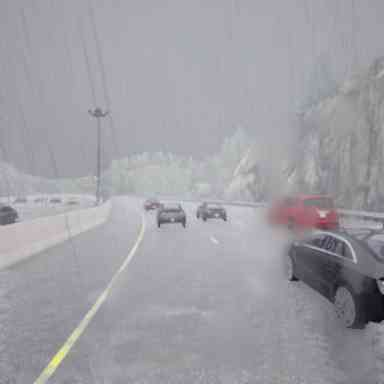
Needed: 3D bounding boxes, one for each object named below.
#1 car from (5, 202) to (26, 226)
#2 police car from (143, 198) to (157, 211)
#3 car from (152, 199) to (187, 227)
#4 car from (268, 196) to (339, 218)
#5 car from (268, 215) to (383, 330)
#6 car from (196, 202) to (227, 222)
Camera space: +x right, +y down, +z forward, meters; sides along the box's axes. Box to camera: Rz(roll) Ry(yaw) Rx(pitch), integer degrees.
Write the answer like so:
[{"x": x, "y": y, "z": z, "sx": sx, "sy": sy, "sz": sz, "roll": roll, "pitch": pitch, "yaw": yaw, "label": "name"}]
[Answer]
[{"x": -11.886, "y": 1.546, "z": 19.676, "sx": 1.837, "sy": 1.490, "sz": 4.892, "roll": 0, "pitch": 0, "yaw": -7, "label": "car"}, {"x": -4.989, "y": 1.541, "z": 41.847, "sx": 2.038, "sy": 1.542, "sz": 4.974, "roll": 0, "pitch": 0, "yaw": -13, "label": "police car"}, {"x": -1.481, "y": 1.509, "z": 22.644, "sx": 2.128, "sy": 1.511, "sz": 4.902, "roll": 0, "pitch": 0, "yaw": -7, "label": "car"}, {"x": 6.044, "y": 1.219, "z": 18.685, "sx": 2.150, "sy": 2.045, "sz": 5.566, "roll": 0, "pitch": 0, "yaw": -5, "label": "car"}, {"x": 3.361, "y": 1.488, "z": 6.899, "sx": 2.128, "sy": 1.511, "sz": 4.902, "roll": 0, "pitch": 0, "yaw": -2, "label": "car"}, {"x": 1.512, "y": 1.539, "z": 26.591, "sx": 1.812, "sy": 1.442, "sz": 4.674, "roll": 0, "pitch": 0, "yaw": -8, "label": "car"}]
